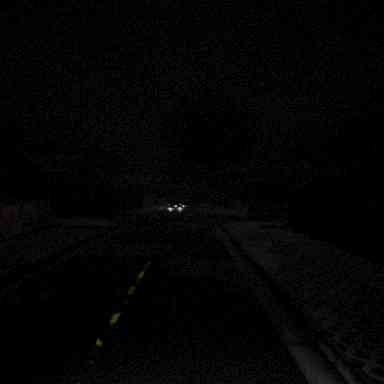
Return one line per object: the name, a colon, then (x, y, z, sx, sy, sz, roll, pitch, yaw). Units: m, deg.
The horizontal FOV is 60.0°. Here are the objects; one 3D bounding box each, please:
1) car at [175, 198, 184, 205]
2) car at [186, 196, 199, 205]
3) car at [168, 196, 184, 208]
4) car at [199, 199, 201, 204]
car: (-2.723, 2.063, 73.433, 1.882, 1.535, 5.008, 0, -1, 1)
car: (-0.022, 1.830, 72.068, 2.150, 2.045, 5.566, 0, -1, 1)
car: (-2.819, 1.636, 57.485, 2.150, 2.045, 5.566, 0, -1, 1)
car: (0.877, 2.255, 82.630, 1.994, 1.385, 4.181, 0, -1, 13)
